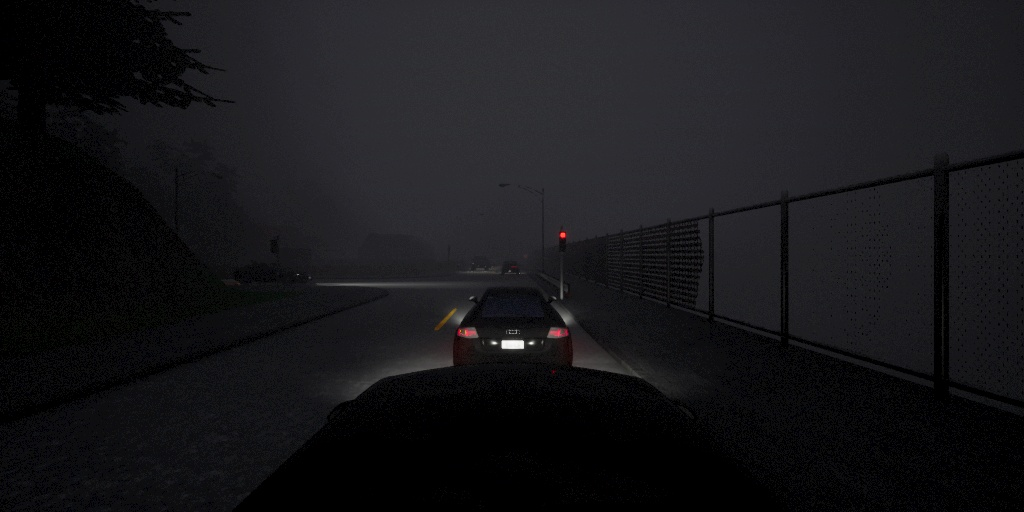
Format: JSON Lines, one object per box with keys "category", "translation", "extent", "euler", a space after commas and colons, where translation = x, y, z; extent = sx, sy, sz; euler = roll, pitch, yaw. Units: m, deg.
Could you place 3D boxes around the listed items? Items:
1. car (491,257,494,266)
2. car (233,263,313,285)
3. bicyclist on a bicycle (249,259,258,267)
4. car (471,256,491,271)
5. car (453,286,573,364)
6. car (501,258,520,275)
{"category": "car", "translation": [-4.542, 1.276, 60.501], "extent": [1.812, 1.442, 4.674], "euler": [0, 0, 0]}
{"category": "car", "translation": [-16.535, 1.242, 24.935], "extent": [4.902, 1.511, 2.128], "euler": [0, 0, -1]}
{"category": "bicyclist on a bicycle", "translation": [-24.042, 1.099, 33.271], "extent": [0.582, 1.620, 1.656], "euler": [0, 0, 0]}
{"category": "car", "translation": [-4.482, 0.972, 50.585], "extent": [2.150, 2.045, 5.566], "euler": [0, 0, 0]}
{"category": "car", "translation": [0.019, 1.314, 7.450], "extent": [1.994, 1.385, 4.181], "euler": [0, 0, 0]}
{"category": "car", "translation": [-0.169, 1.255, 38.730], "extent": [1.837, 1.490, 4.892], "euler": [1, 0, 1]}
